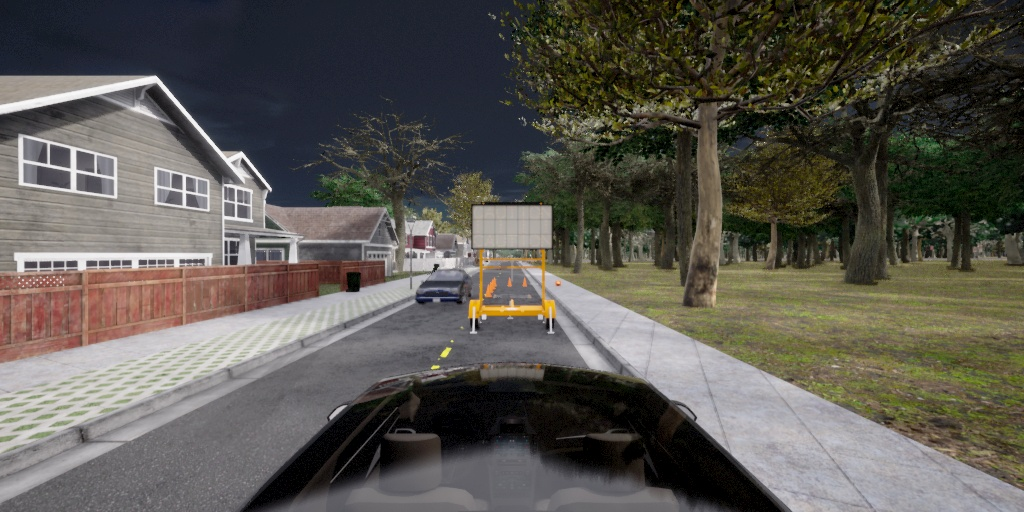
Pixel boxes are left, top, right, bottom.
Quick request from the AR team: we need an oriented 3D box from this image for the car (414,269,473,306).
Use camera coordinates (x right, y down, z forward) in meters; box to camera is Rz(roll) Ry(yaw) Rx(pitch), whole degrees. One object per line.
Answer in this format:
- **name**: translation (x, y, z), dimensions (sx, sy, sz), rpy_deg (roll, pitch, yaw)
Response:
- **car**: translation (-2.839, 1.297, 16.159), dimensions (2.033, 1.411, 5.357), rpy_deg (0, 0, 0)

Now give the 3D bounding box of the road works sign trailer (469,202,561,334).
- **road works sign trailer**: translation (0.008, 0.214, 10.633), dimensions (2.380, 3.560, 2.880), rpy_deg (0, 0, 0)

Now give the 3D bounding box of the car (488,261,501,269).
- **car**: translation (-2.808, 1.373, 57.241), dimensions (1.895, 1.301, 4.718), rpy_deg (0, 0, 0)
